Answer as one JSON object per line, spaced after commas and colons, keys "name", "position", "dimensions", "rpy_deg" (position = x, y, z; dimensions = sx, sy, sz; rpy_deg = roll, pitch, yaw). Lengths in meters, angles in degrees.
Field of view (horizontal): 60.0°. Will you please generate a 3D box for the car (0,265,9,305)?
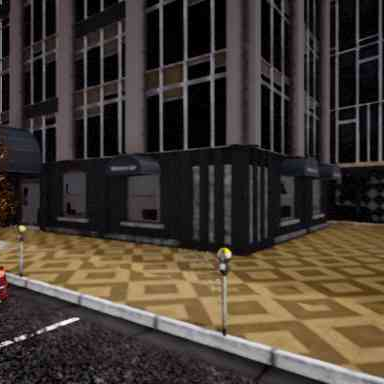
{"name": "car", "position": [-5.257, 1.588, 6.620], "dimensions": [4.206, 1.307, 1.802], "rpy_deg": [0, 0, 35]}
